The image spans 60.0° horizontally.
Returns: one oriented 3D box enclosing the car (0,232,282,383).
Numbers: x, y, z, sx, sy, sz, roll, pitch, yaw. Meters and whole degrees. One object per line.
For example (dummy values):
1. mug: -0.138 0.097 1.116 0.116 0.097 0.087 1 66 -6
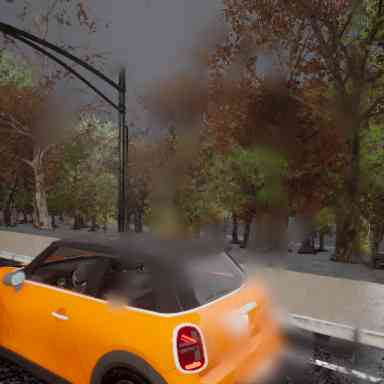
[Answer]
1. car: -1.231 1.351 4.574 4.553 1.767 2.097 0 0 36
